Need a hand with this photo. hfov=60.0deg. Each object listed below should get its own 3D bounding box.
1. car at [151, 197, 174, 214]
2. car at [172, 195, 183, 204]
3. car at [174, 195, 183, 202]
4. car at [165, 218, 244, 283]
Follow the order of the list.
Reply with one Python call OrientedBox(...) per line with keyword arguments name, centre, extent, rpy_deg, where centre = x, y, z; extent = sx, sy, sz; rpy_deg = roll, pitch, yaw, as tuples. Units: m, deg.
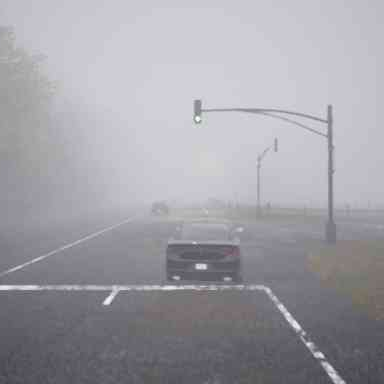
OrientedBox(name="car", centre=(-3.382, 1.622, 36.700), extent=(1.837, 1.490, 4.892), rpy_deg=(0, 0, 0))
OrientedBox(name="car", centre=(-3.408, 1.566, 69.800), extent=(2.097, 1.767, 4.553), rpy_deg=(0, 0, 0))
OrientedBox(name="car", centre=(-3.462, 1.609, 84.736), extent=(2.097, 1.767, 4.553), rpy_deg=(0, 0, 0))
OrientedBox(name="car", centre=(0.498, 1.510, 9.874), extent=(1.882, 1.535, 5.008), rpy_deg=(0, 0, 7))
